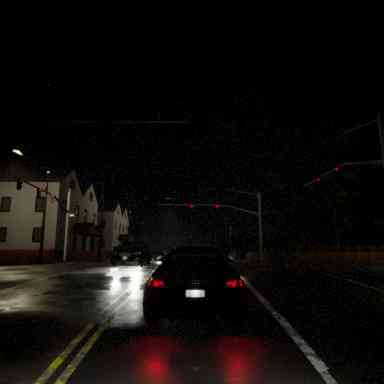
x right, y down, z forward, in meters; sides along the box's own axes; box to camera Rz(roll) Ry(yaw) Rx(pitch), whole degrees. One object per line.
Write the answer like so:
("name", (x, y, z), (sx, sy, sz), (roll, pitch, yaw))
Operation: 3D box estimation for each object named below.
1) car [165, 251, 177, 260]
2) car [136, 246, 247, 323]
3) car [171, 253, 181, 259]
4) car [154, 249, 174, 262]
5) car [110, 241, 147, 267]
("car", (-3.614, 11.100, 58.062), (1.837, 1.490, 4.892), (0, -11, 0))
("car", (0.068, 1.982, 7.851), (1.994, 1.385, 4.181), (0, -7, 0))
("car", (-3.540, 14.092, 73.357), (1.994, 1.385, 4.181), (0, -11, 0))
("car", (-3.623, 8.292, 43.562), (2.128, 1.511, 4.902), (0, -11, 0))
("car", (-3.604, 3.733, 20.286), (2.128, 1.511, 4.902), (0, -11, 0))
